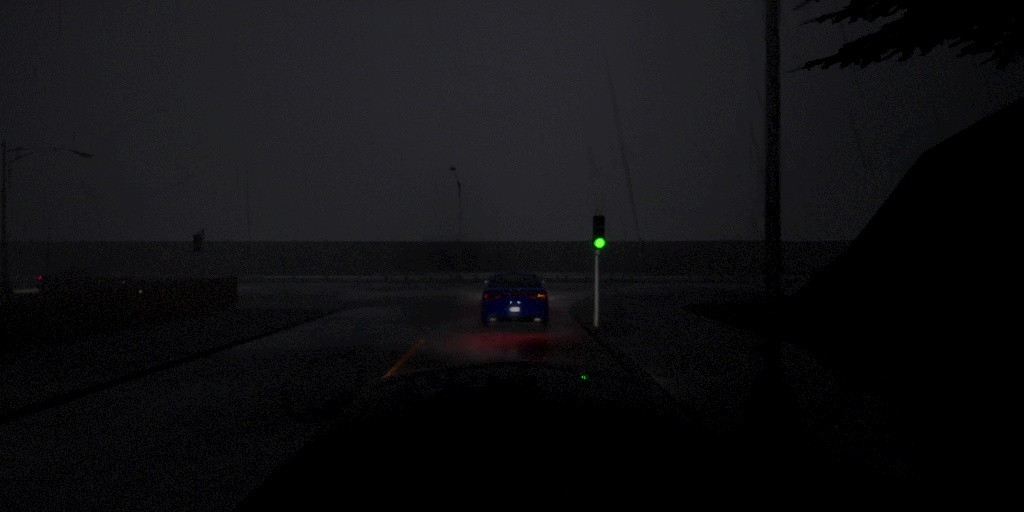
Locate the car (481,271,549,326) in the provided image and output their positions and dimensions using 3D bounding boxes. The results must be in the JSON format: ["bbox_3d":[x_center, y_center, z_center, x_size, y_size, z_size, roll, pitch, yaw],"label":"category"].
[{"bbox_3d":[0.090,1.214,11.667,1.882,1.535,5.008,0,0,0],"label":"car"}]

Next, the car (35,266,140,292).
[{"bbox_3d":[-23.774,1.290,20.207,4.181,1.385,1.994,0,0,0],"label":"car"}]
